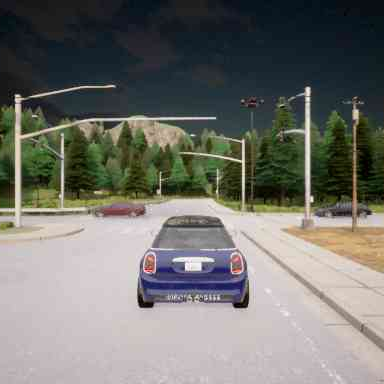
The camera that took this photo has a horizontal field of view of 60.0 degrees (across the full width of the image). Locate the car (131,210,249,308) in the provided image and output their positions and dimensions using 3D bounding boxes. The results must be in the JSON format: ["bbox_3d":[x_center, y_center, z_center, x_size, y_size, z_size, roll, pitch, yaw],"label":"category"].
[{"bbox_3d":[0.040,1.348,8.069,2.097,1.767,4.553,0,0,0],"label":"car"}]

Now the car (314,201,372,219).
[{"bbox_3d":[12.962,1.552,28.716,4.674,1.442,1.812,0,0,1],"label":"car"}]

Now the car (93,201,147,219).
[{"bbox_3d":[-6.274,1.542,29.034,4.674,1.442,1.812,0,0,1],"label":"car"}]
